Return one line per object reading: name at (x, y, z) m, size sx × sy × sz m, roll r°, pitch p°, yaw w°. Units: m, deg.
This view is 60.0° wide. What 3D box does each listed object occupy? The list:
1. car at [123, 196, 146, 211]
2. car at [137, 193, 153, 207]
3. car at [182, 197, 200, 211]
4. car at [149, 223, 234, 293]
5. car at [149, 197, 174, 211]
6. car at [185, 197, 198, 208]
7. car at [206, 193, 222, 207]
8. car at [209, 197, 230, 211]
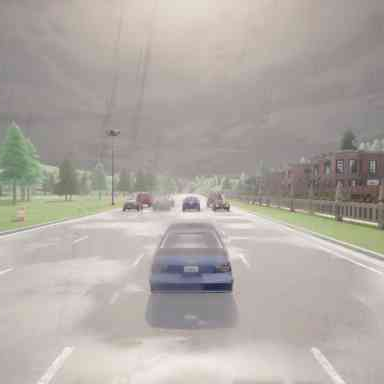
car at (-7.078, 1.526, 39.991) m, size 1.812 × 1.442 × 4.674 m, roll 0°, pitch 0°, yaw 0°
car at (-7.097, 1.221, 50.024) m, size 2.150 × 2.045 × 5.566 m, roll 0°, pitch 0°, yaw 0°
car at (-0.078, 1.352, 39.974) m, size 2.097 × 1.767 × 4.553 m, roll 0°, pitch 0°, yaw 0°
car at (-0.018, 1.548, 8.975) m, size 2.033 × 1.411 × 5.357 m, roll 0°, pitch 0°, yaw 0°
car at (-3.578, 1.564, 39.998) m, size 1.994 × 1.385 × 4.181 m, roll 0°, pitch 0°, yaw 0°
car at (-0.097, 1.505, 50.008) m, size 1.837 × 1.490 × 4.892 m, roll 0°, pitch 0°, yaw 0°
car at (3.403, 1.221, 50.044) m, size 2.150 × 2.045 × 5.566 m, roll 0°, pitch 0°, yaw 0°
car at (3.422, 1.601, 40.041) m, size 1.895 × 1.301 × 4.718 m, roll 0°, pitch 0°, yaw 0°
